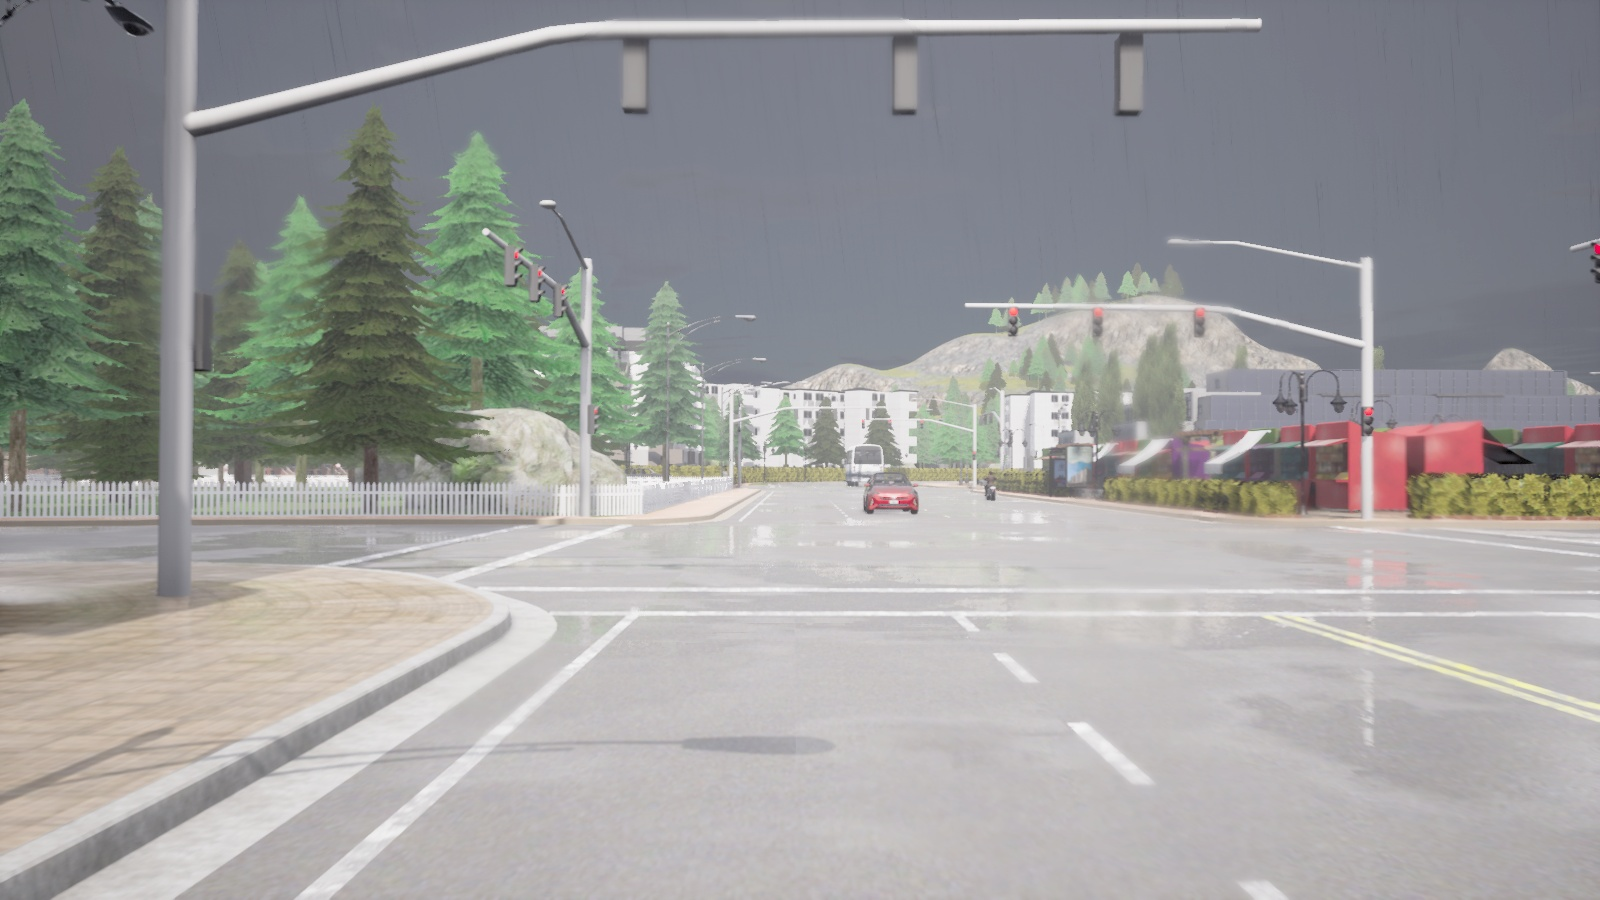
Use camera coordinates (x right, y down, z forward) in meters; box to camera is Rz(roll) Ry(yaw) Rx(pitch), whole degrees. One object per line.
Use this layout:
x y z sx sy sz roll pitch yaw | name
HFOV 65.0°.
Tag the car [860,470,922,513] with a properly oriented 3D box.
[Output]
3.380 1.543 47.493 2.007 1.525 4.514 0 -1 0 | car
